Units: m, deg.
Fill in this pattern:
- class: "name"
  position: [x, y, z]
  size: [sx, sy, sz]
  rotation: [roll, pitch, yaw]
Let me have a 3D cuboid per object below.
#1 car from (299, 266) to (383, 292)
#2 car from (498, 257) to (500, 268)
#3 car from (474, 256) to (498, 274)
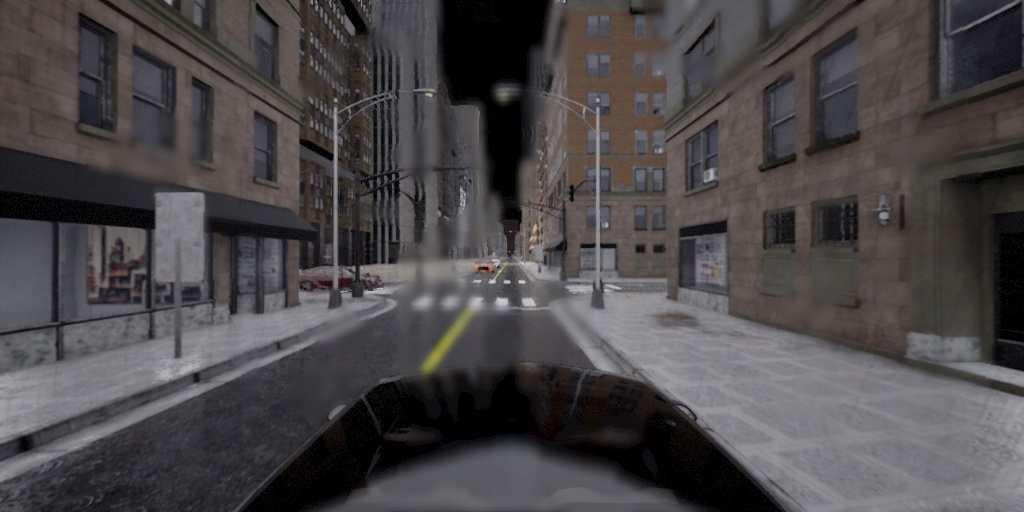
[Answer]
- class: "car"
  position: [-9.672, 1.281, 19.991]
  size: [4.674, 1.442, 1.812]
  rotation: [0, 0, 0]
- class: "car"
  position: [-3.074, 0.944, 58.253]
  size: [2.150, 2.045, 5.566]
  rotation: [0, 0, 0]
- class: "car"
  position: [-3.103, 1.082, 41.085]
  size: [2.097, 1.767, 4.553]
  rotation: [0, 0, 0]
